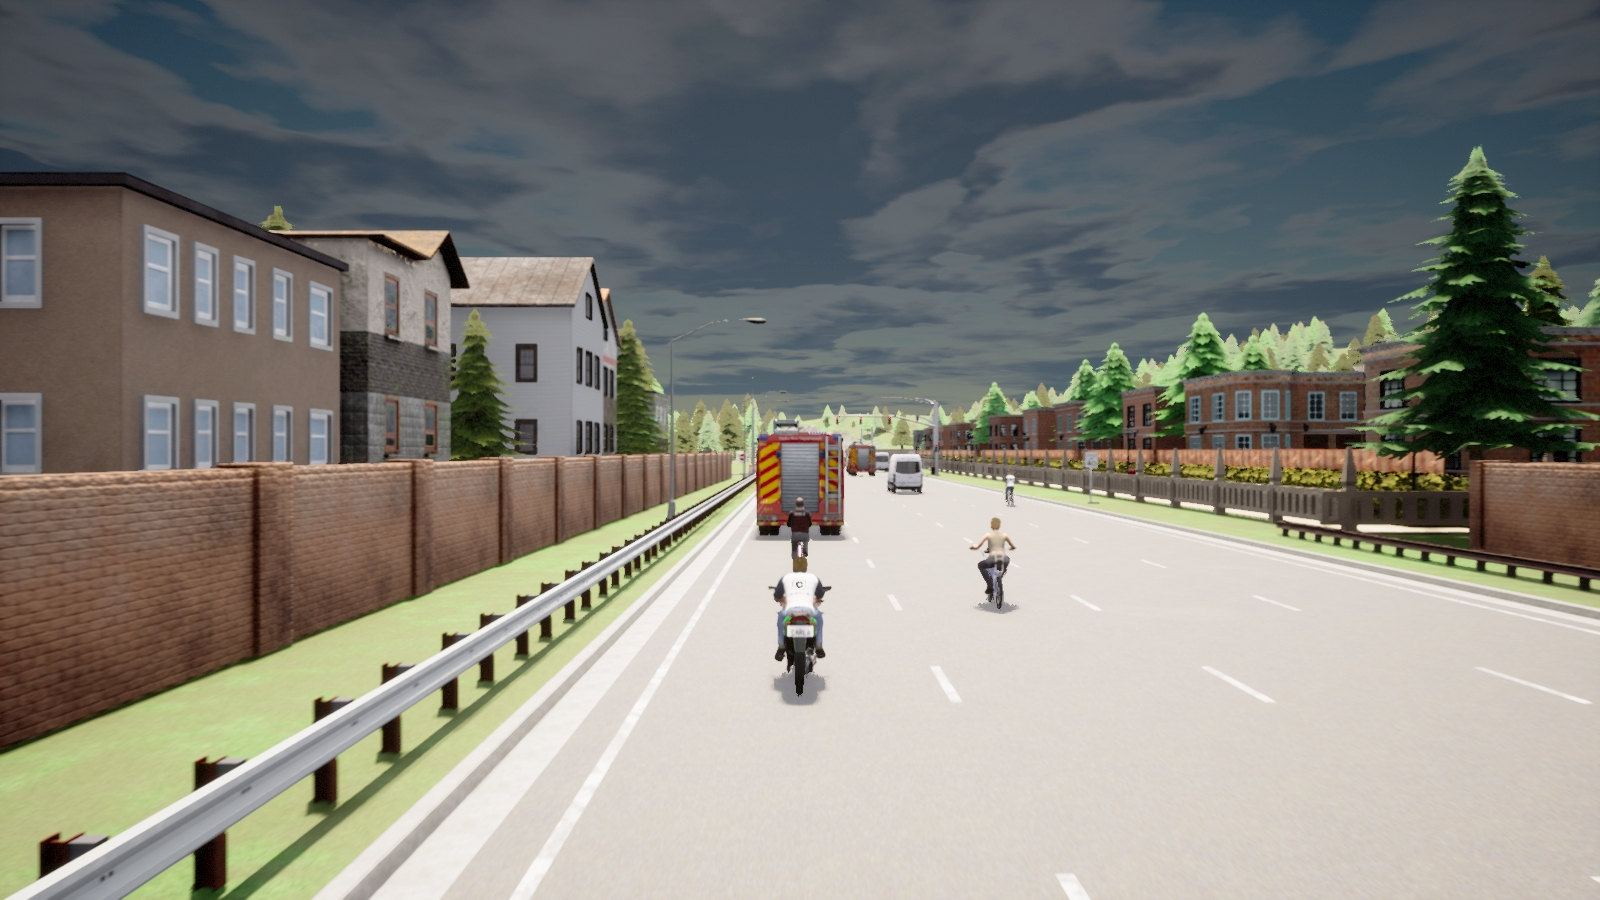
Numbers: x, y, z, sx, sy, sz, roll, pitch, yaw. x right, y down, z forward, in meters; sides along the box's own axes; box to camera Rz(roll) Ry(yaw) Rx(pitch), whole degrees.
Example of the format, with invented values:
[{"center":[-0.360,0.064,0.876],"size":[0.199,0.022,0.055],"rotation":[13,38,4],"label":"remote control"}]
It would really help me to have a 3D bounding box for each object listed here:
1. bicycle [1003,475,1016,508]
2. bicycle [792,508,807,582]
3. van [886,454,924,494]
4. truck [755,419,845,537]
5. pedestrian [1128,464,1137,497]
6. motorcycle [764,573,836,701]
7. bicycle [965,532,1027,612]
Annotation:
[{"center":[10.526,2.075,57.470],"size":[0.373,1.496,1.643],"rotation":[0,3,0],"label":"bicycle"},{"center":[-0.009,2.070,25.295],"size":[0.329,1.471,1.835],"rotation":[0,0,0],"label":"bicycle"},{"center":[6.990,1.563,76.788],"size":[1.988,2.561,5.915],"rotation":[0,0,0],"label":"van"},{"center":[-0.008,0.906,41.112],"size":[2.891,3.827,8.468],"rotation":[0,0,0],"label":"truck"},{"center":[18.757,1.726,64.509],"size":[0.375,1.860,0.375],"rotation":[0,0,0],"label":"pedestrian"},{"center":[-0.001,2.192,13.771],"size":[0.803,1.199,2.033],"rotation":[0,0,0],"label":"motorcycle"},{"center":[3.498,2.166,20.534],"size":[0.859,1.277,1.487],"rotation":[0,0,0],"label":"bicycle"}]
